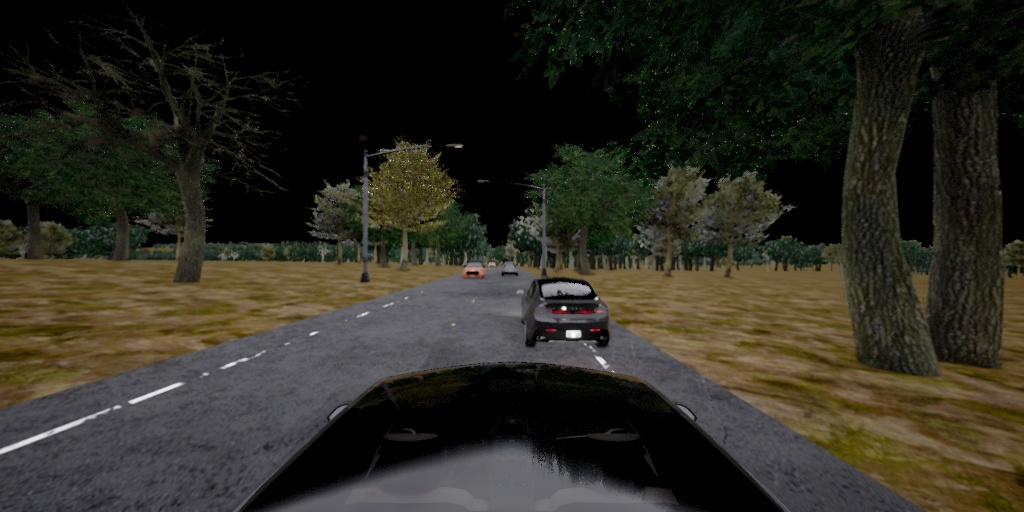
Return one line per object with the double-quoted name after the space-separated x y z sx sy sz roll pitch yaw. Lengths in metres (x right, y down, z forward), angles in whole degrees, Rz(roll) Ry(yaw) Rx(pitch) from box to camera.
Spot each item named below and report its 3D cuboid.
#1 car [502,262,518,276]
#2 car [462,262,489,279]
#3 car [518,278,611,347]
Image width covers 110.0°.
-0.270 1.695 43.980 1.994 1.385 4.181 0 -1 -1 "car"
-3.857 1.407 37.017 2.097 1.767 4.553 0 -1 -1 "car"
1.207 1.313 9.516 1.837 1.490 4.892 0 0 0 "car"
